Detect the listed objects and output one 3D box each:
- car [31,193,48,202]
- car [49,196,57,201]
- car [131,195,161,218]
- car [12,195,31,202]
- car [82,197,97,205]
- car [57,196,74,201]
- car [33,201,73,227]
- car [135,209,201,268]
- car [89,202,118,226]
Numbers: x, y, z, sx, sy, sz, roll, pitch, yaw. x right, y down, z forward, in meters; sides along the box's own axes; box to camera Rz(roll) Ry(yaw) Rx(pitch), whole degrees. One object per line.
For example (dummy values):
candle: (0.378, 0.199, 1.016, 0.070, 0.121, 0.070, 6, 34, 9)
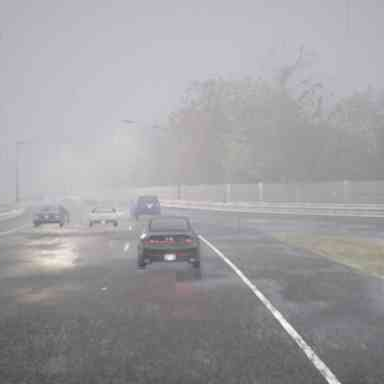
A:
car: (-36.657, 1.359, 78.072, 5.566, 2.045, 2.150, 0, 0, 42)
car: (-32.266, 1.661, 80.374, 2.033, 1.411, 5.357, 0, 0, -33)
car: (-4.189, 1.303, 29.713, 2.150, 2.045, 5.566, 0, 0, -16)
car: (-39.116, 1.734, 75.582, 4.718, 1.301, 1.895, 0, 0, 42)
car: (-19.214, 1.740, 62.173, 1.812, 1.442, 4.674, 0, 0, -33)
car: (-28.115, 1.872, 74.521, 1.895, 1.301, 4.718, 0, 0, -36)
car: (-9.820, 1.639, 23.556, 2.033, 1.411, 5.357, 0, 0, -14)
car: (-0.807, 1.533, 11.433, 1.837, 1.490, 4.892, 0, 0, -5)
car: (-6.316, 1.679, 23.926, 1.895, 1.301, 4.718, 0, 0, -13)
